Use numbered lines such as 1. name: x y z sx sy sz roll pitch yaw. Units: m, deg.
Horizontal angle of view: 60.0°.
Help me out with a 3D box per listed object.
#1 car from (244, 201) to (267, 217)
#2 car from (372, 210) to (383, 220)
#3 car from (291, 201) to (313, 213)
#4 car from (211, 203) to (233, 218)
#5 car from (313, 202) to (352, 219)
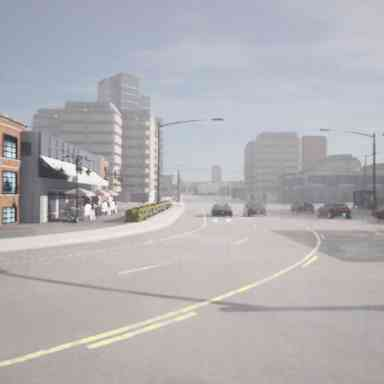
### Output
1. car: 6.455 1.732 34.311 1.837 1.490 4.892 0 0 2
2. car: 16.918 1.850 27.513 1.895 1.301 4.718 0 0 2
3. car: 13.811 1.836 41.499 1.812 1.442 4.674 0 0 1
4. car: 2.909 1.763 32.807 1.994 1.385 4.181 0 0 2
5. car: 13.546 1.760 31.828 1.837 1.490 4.892 0 0 2
